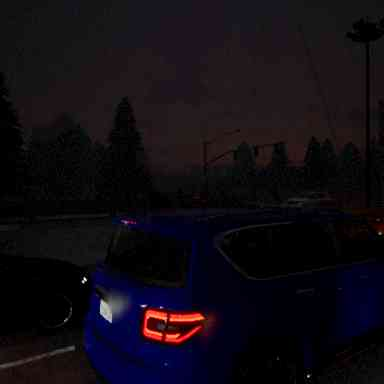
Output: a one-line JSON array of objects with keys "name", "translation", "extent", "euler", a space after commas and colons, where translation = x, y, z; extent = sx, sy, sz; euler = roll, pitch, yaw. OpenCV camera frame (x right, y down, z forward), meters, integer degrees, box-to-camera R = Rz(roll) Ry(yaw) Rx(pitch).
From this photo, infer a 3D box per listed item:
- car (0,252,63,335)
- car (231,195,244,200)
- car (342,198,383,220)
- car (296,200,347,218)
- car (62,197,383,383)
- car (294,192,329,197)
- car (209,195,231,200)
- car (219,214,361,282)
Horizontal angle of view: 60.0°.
[{"name": "car", "translation": [-3.750, 1.564, 5.362], "extent": [4.181, 1.385, 1.994], "euler": [0, 0, -36]}, {"name": "car", "translation": [6.396, 1.241, 50.612], "extent": [2.128, 1.511, 4.902], "euler": [-1, 0, -35]}, {"name": "car", "translation": [14.646, 1.294, 27.176], "extent": [4.902, 1.511, 2.128], "euler": [-1, 0, -35]}, {"name": "car", "translation": [11.370, 1.414, 29.151], "extent": [4.718, 1.301, 1.895], "euler": [-1, 0, -35]}, {"name": "car", "translation": [1.375, 1.204, 4.712], "extent": [5.566, 2.045, 2.150], "euler": [-1, 0, -35]}, {"name": "car", "translation": [11.801, 1.012, 33.720], "extent": [5.566, 2.045, 2.150], "euler": [-1, 0, -36]}, {"name": "car", "translation": [3.150, 1.377, 49.132], "extent": [1.895, 1.301, 4.718], "euler": [-1, 0, -36]}, {"name": "car", "translation": [3.092, 1.512, 10.228], "extent": [4.181, 1.385, 1.994], "euler": [-1, 0, -34]}]
